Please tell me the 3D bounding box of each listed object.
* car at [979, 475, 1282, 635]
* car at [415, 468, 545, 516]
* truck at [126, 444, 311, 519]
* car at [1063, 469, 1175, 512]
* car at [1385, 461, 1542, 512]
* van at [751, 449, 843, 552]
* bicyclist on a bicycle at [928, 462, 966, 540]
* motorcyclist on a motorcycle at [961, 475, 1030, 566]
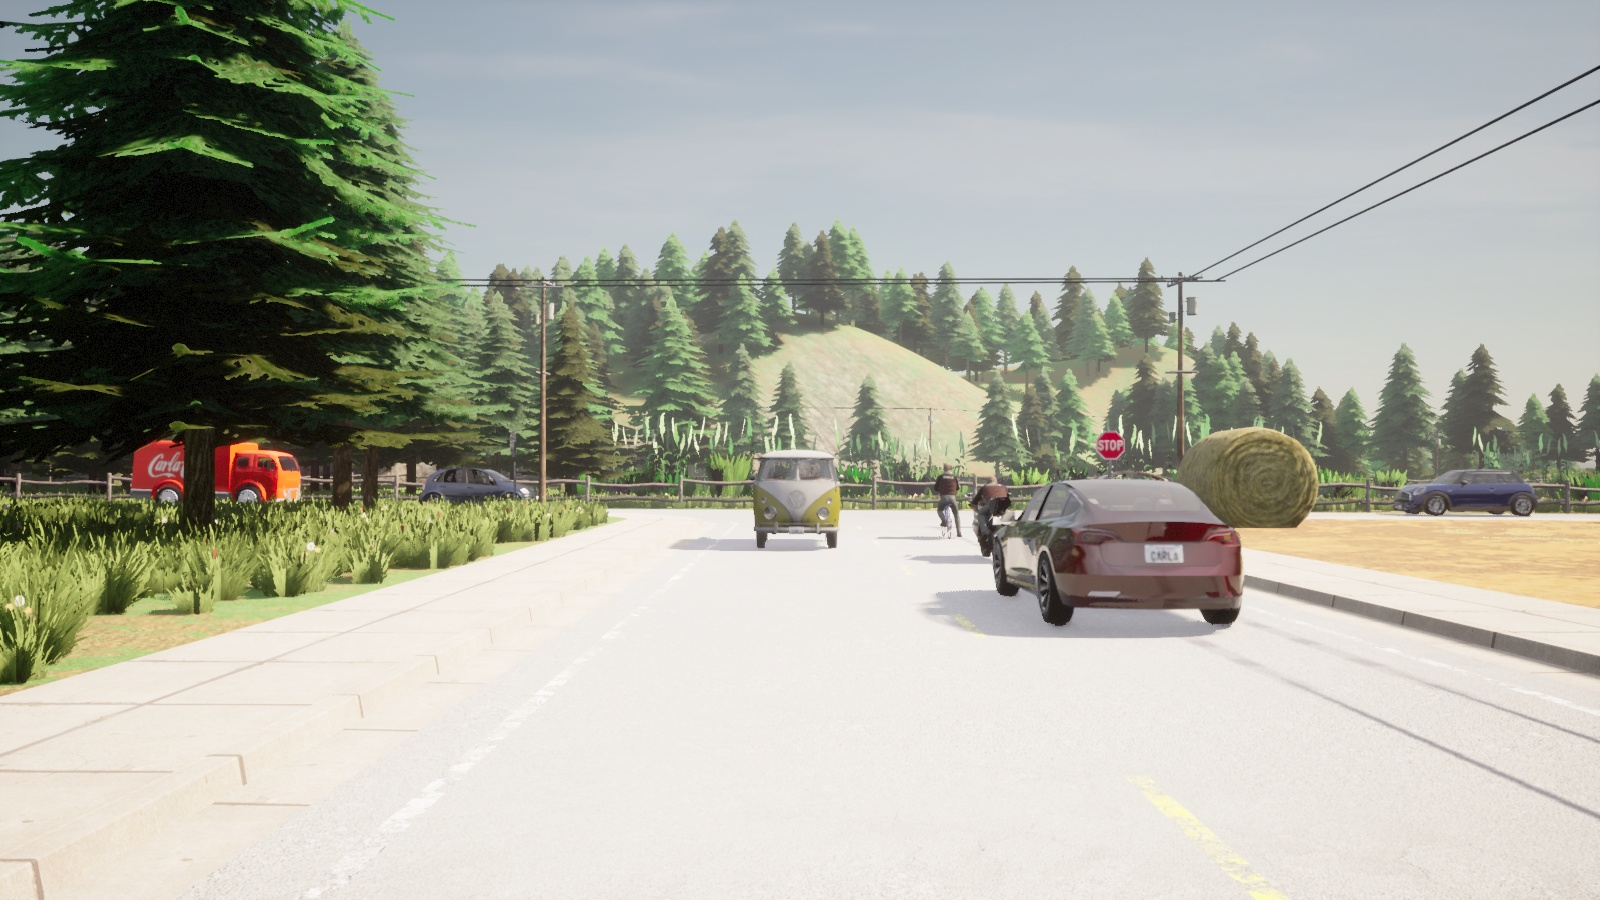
[{"bbox_3d":[3.466,1.040,14.279,2.163,1.488,4.792,0,-1,0],"label":"car"},{"bbox_3d":[-11.075,1.453,43.640,3.988,1.617,1.851,0,-1,3],"label":"car"},{"bbox_3d":[-20.321,1.093,44.048,5.204,2.467,2.627,1,-1,2],"label":"truck"},{"bbox_3d":[11.672,1.483,46.092,3.705,1.549,1.789,0,-1,3],"label":"car"},{"bbox_3d":[23.990,1.304,45.525,4.553,1.767,2.097,0,-1,3],"label":"car"},{"bbox_3d":[-0.059,1.010,26.408,1.775,1.987,4.442,0,-1,0],"label":"van"},{"bbox_3d":[3.430,1.163,29.355,0.659,1.776,1.843,0,-1,0],"label":"bicyclist on a bicycle"},{"bbox_3d":[3.447,1.210,22.362,0.866,1.530,2.191,0,-1,0],"label":"motorcyclist on a motorcycle"}]
